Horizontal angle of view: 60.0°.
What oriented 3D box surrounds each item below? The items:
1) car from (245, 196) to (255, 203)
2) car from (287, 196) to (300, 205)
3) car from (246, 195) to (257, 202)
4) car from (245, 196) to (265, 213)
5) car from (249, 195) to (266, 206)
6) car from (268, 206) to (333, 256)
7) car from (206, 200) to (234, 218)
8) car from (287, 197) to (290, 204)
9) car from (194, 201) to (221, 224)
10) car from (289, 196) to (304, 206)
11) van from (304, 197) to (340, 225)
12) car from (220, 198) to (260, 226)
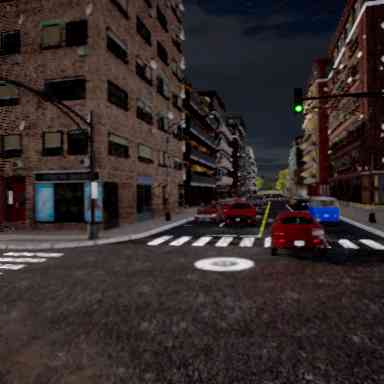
[{"bbox_3d":[11.885,1.449,68.242,1.802,1.307,4.206,-1,0,14],"label":"car"},{"bbox_3d":[16.847,1.383,55.423,1.802,1.307,4.206,-1,0,14],"label":"car"},{"bbox_3d":[13.206,1.415,73.684,1.947,1.339,4.313,-1,0,14],"label":"car"},{"bbox_3d":[5.856,1.430,33.081,2.128,1.511,4.902,-1,0,14],"label":"car"},{"bbox_3d":[10.323,1.238,51.282,2.097,1.767,4.553,-1,0,14],"label":"car"},{"bbox_3d":[3.949,1.465,12.777,1.812,1.442,4.674,-1,-1,14],"label":"car"},{"bbox_3d":[2.649,1.525,30.209,1.887,1.381,4.507,-1,0,14],"label":"car"},{"bbox_3d":[15.565,1.343,50.146,1.752,1.417,4.829,-1,0,14],"label":"car"},{"bbox_3d":[1.331,1.577,24.778,1.802,1.307,4.206,-1,0,14],"label":"car"},{"bbox_3d":[12.882,1.416,39.097,1.947,1.339,4.313,-1,0,14],"label":"car"},{"bbox_3d":[8.914,1.236,22.770,1.690,1.788,3.998,-1,0,14],"label":"van"},{"bbox_3d":[3.465,1.444,23.239,1.882,1.535,5.008,-1,0,14],"label":"car"}]
